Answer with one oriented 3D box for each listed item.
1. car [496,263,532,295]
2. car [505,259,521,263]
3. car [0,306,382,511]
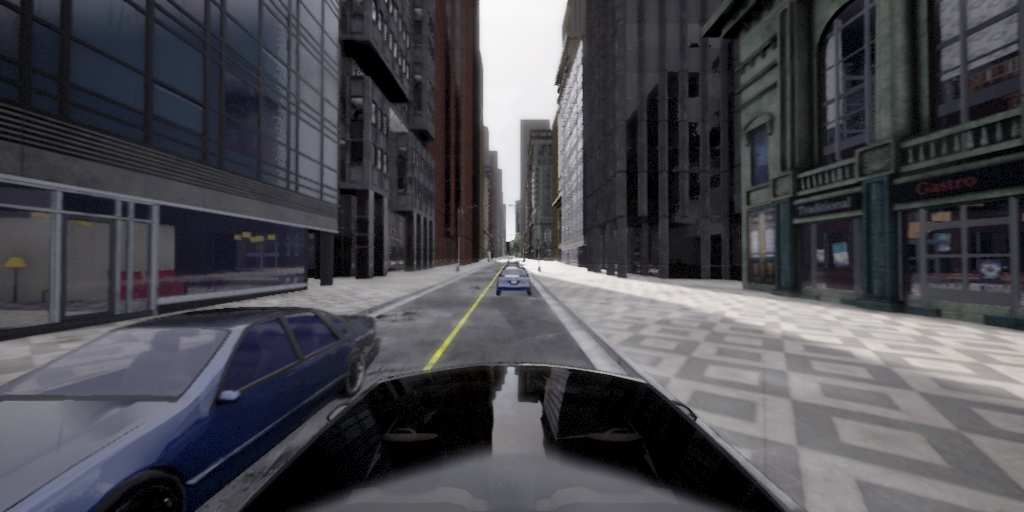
[{"bbox_3d":[0.096,1.291,19.831,2.033,1.411,5.357,0,0,0],"label":"car"},{"bbox_3d":[0.091,1.200,48.429,2.128,1.511,4.902,0,0,0],"label":"car"},{"bbox_3d":[-3.099,1.297,3.755,2.033,1.411,5.357,0,0,0],"label":"car"}]
